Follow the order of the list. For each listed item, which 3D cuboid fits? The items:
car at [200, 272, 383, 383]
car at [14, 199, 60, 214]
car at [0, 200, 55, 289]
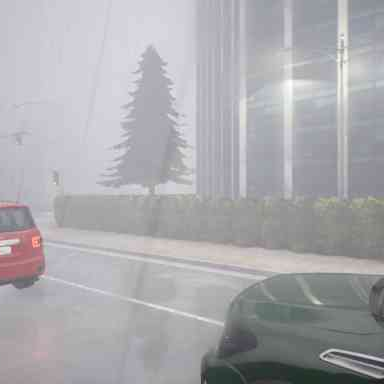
[{"bbox_3d":[2.730,1.221,2.043,5.566,2.045,2.150,0,0,36],"label":"car"},{"bbox_3d":[-17.178,1.564,37.017,1.994,1.385,4.181,0,0,36],"label":"car"},{"bbox_3d":[-5.740,1.221,8.023,5.566,2.045,2.150,0,0,38],"label":"car"}]
